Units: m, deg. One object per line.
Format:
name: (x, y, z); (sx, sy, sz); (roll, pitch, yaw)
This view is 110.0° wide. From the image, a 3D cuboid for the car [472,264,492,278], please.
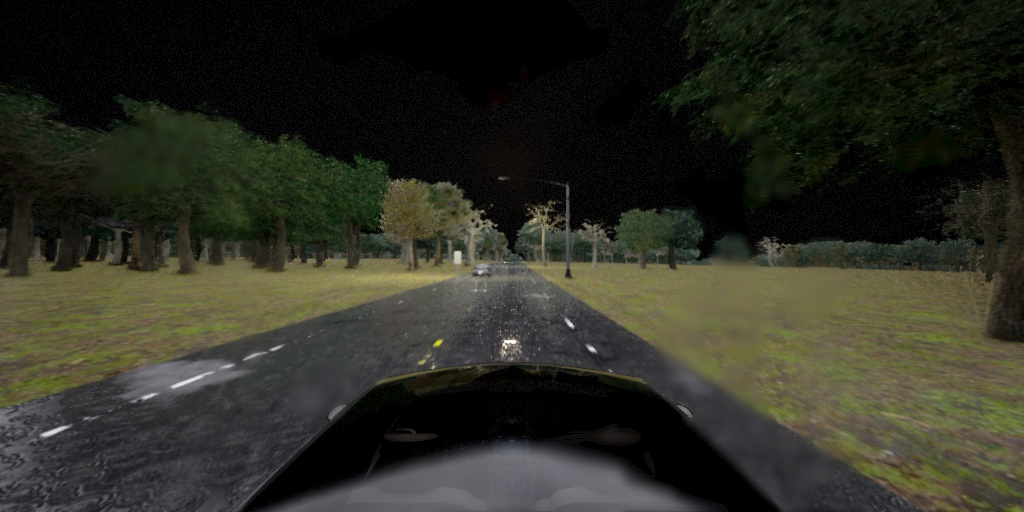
car: (-3.267, 1.606, 40.014); (2.128, 1.511, 4.902); (0, -1, 1)
